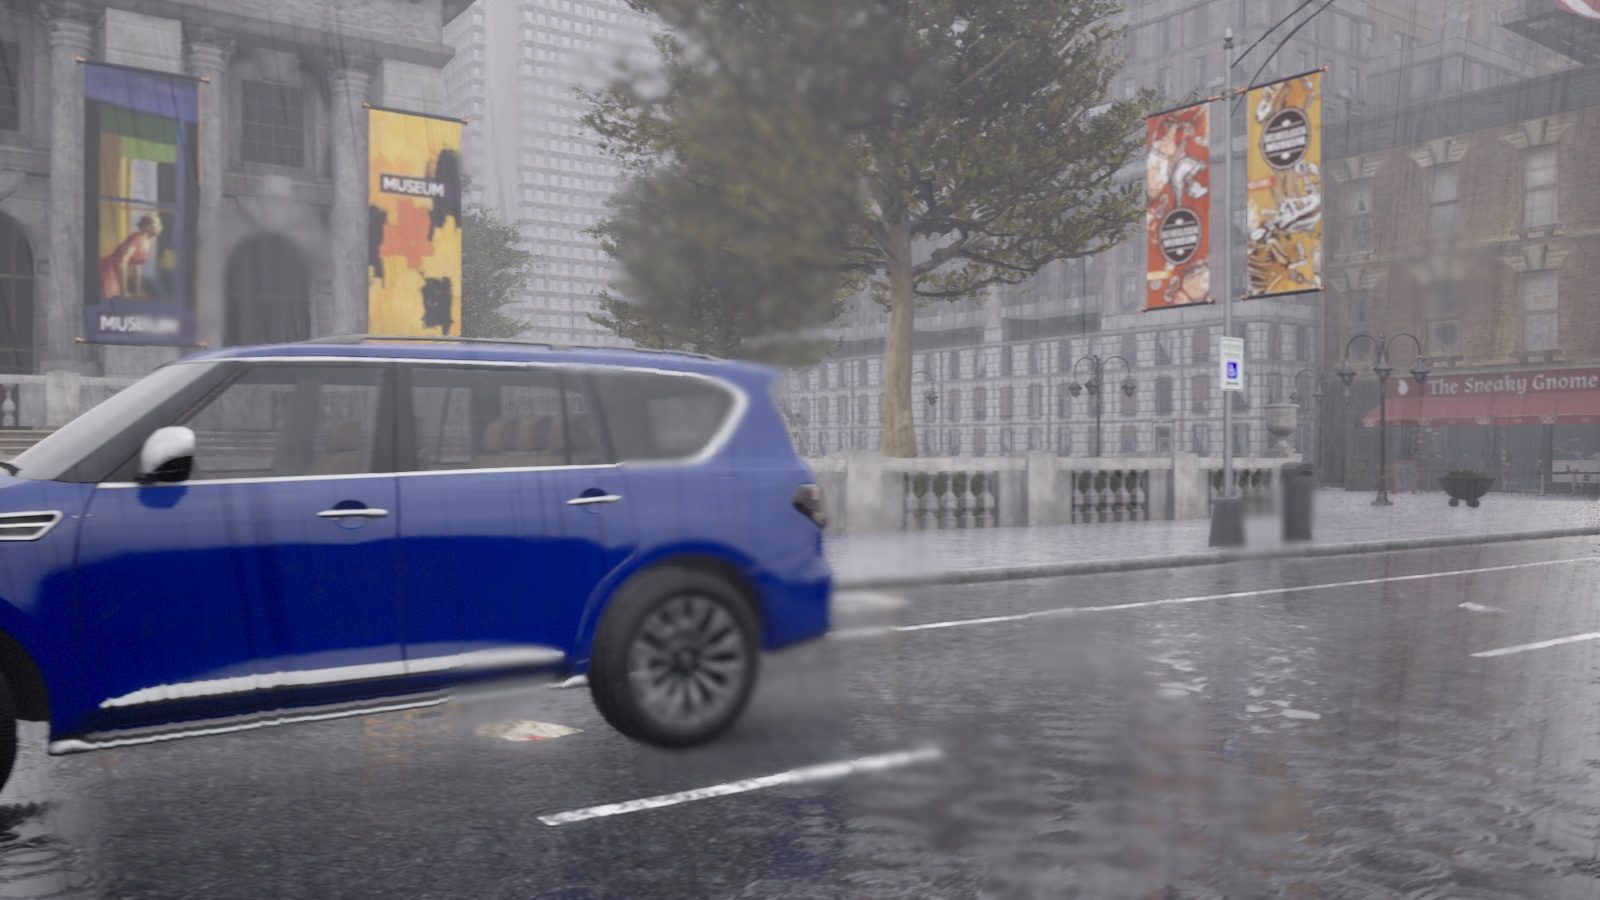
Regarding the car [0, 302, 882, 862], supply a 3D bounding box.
[{"bbox_3d":[-2.447,0.484,6.221,5.566,2.045,2.150,0,0,-35],"label":"car"}]
